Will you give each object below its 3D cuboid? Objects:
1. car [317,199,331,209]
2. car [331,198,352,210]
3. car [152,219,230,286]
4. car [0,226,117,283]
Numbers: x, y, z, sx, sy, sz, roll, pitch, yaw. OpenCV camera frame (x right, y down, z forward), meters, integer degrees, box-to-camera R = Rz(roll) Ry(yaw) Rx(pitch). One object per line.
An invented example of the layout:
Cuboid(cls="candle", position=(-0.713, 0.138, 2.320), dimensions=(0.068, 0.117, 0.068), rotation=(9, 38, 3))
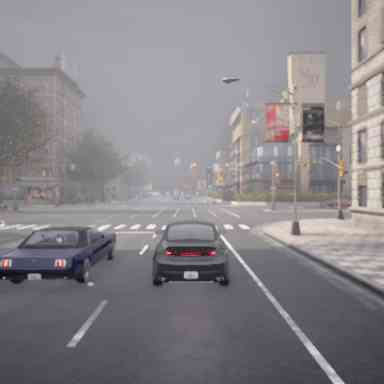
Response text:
Cuboid(cls="car", position=(20.250, 1.644, 47.364), dimensions=(4.674, 1.442, 1.812), rotation=(0, 0, 0))
Cuboid(cls="car", position=(21.400, 1.710, 43.871), dimensions=(4.718, 1.301, 1.895), rotation=(0, 0, 0))
Cuboid(cls="car", position=(-0.033, 1.529, 9.494), dimensions=(1.837, 1.490, 4.892), rotation=(0, 0, 0))
Cuboid(cls="car", position=(-3.532, 1.625, 9.667), dimensions=(1.895, 1.301, 4.718), rotation=(0, 0, 0))
